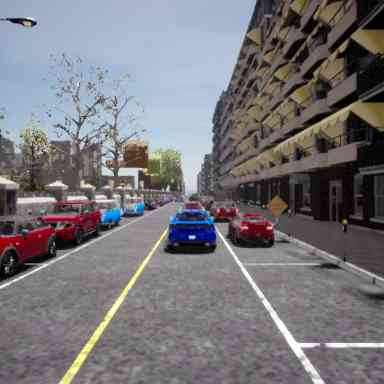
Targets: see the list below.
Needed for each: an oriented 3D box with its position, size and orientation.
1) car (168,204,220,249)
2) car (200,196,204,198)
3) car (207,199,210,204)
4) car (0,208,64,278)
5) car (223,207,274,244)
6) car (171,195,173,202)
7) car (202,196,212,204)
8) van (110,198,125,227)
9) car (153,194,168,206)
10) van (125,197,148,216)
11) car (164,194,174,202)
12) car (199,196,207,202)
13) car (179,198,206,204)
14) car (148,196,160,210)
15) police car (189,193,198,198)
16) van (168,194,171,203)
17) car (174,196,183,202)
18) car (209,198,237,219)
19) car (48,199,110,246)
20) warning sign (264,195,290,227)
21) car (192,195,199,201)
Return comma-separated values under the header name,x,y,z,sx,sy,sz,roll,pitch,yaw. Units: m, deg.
name,x,y,z,sx,sy,sz,roll,pitch,yaw
car,-0.001,1.501,14.651,1.882,1.535,5.008,0,0,0
car,2.689,1.520,54.993,1.967,1.590,4.097,0,0,0
car,2.690,1.623,32.472,1.802,1.307,4.206,0,0,0
car,-5.689,1.448,9.949,1.967,1.590,4.097,0,0,0
car,2.690,1.598,15.580,1.802,1.307,4.206,0,0,0
car,-5.691,1.701,71.883,1.802,1.307,4.206,0,0,0
car,2.689,1.624,43.733,1.947,1.339,4.313,0,0,0
van,-5.690,1.365,21.211,1.690,1.788,3.998,0,0,0
car,-5.690,1.395,54.993,2.192,1.841,5.009,0,0,0
van,-5.691,1.382,32.472,1.690,1.788,3.998,0,0,0
car,-5.691,1.464,83.147,2.192,1.841,5.009,0,0,0
car,2.689,1.715,83.146,1.947,1.339,4.313,0,0,0
car,0.000,1.571,29.651,1.812,1.442,4.674,0,0,0
car,-5.691,1.624,43.733,1.947,1.339,4.313,0,0,0
police car,0.440,1.577,80.208,1.930,1.638,5.238,-1,-1,12
van,-5.691,1.446,66.253,1.690,1.788,3.998,0,0,0
car,-3.000,1.617,76.013,1.812,1.442,4.674,0,0,0
car,2.690,1.473,26.842,1.967,1.590,4.097,0,0,0
car,-5.691,1.331,15.581,2.192,1.841,5.009,0,0,0
warning sign,5.068,1.138,19.905,1.300,1.860,1.060,0,0,0
car,0.900,1.679,89.905,1.837,1.490,4.892,0,0,0
